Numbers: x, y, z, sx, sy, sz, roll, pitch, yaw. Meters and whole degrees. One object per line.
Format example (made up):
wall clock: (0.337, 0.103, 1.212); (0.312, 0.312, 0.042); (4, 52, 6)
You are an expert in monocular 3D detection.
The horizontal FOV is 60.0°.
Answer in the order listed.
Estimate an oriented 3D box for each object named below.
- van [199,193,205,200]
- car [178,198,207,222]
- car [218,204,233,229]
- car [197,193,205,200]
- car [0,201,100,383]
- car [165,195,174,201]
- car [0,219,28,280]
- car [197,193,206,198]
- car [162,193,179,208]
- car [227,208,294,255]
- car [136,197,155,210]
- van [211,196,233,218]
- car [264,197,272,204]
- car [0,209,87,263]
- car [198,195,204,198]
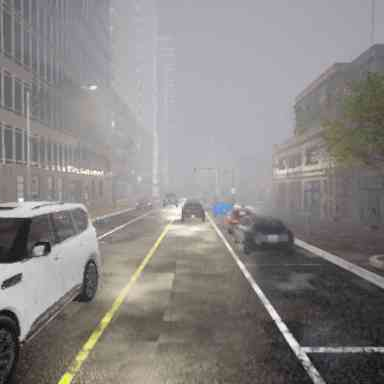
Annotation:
van: (2.657, 1.212, 89.922); (1.690, 1.788, 3.998); (-1, 0, 0)
car: (0.086, 1.467, 26.118); (1.837, 1.490, 4.892); (0, 0, 0)
car: (2.676, 1.555, 18.588); (1.802, 1.307, 4.206); (-1, 0, 0)
car: (2.656, 1.178, 95.565); (2.192, 1.841, 5.009); (-1, 0, 0)
car: (-3.103, 1.213, 5.256); (2.150, 2.045, 5.566); (0, 0, 0)
car: (-5.685, 1.443, 84.330); (1.947, 1.339, 4.313); (-1, 0, 0)
car: (-5.703, 1.514, 7.360); (1.752, 1.417, 4.829); (-1, 0, 0)
car: (2.660, 1.318, 84.277); (1.967, 1.590, 4.097); (-1, 0, 0)
car: (-3.009, 1.146, 47.699); (2.150, 2.045, 5.566); (0, 0, 0)
car: (2.677, 1.547, 13.054); (1.947, 1.339, 4.313); (-1, 0, 0)
car: (-5.711, 1.379, 40.739); (1.967, 1.590, 4.097); (-1, 0, 0)
van: (2.670, 1.297, 29.657); (1.690, 1.788, 3.998); (-1, 0, 0)
car: (16.514, 1.329, 63.992); (5.009, 1.841, 2.192); (1, 0, 1)
car: (-5.704, 1.506, 12.894); (1.752, 1.417, 4.829); (-1, 0, 0)
car: (0.081, 1.418, 39.808); (1.882, 1.535, 5.008); (0, 0, 0)
